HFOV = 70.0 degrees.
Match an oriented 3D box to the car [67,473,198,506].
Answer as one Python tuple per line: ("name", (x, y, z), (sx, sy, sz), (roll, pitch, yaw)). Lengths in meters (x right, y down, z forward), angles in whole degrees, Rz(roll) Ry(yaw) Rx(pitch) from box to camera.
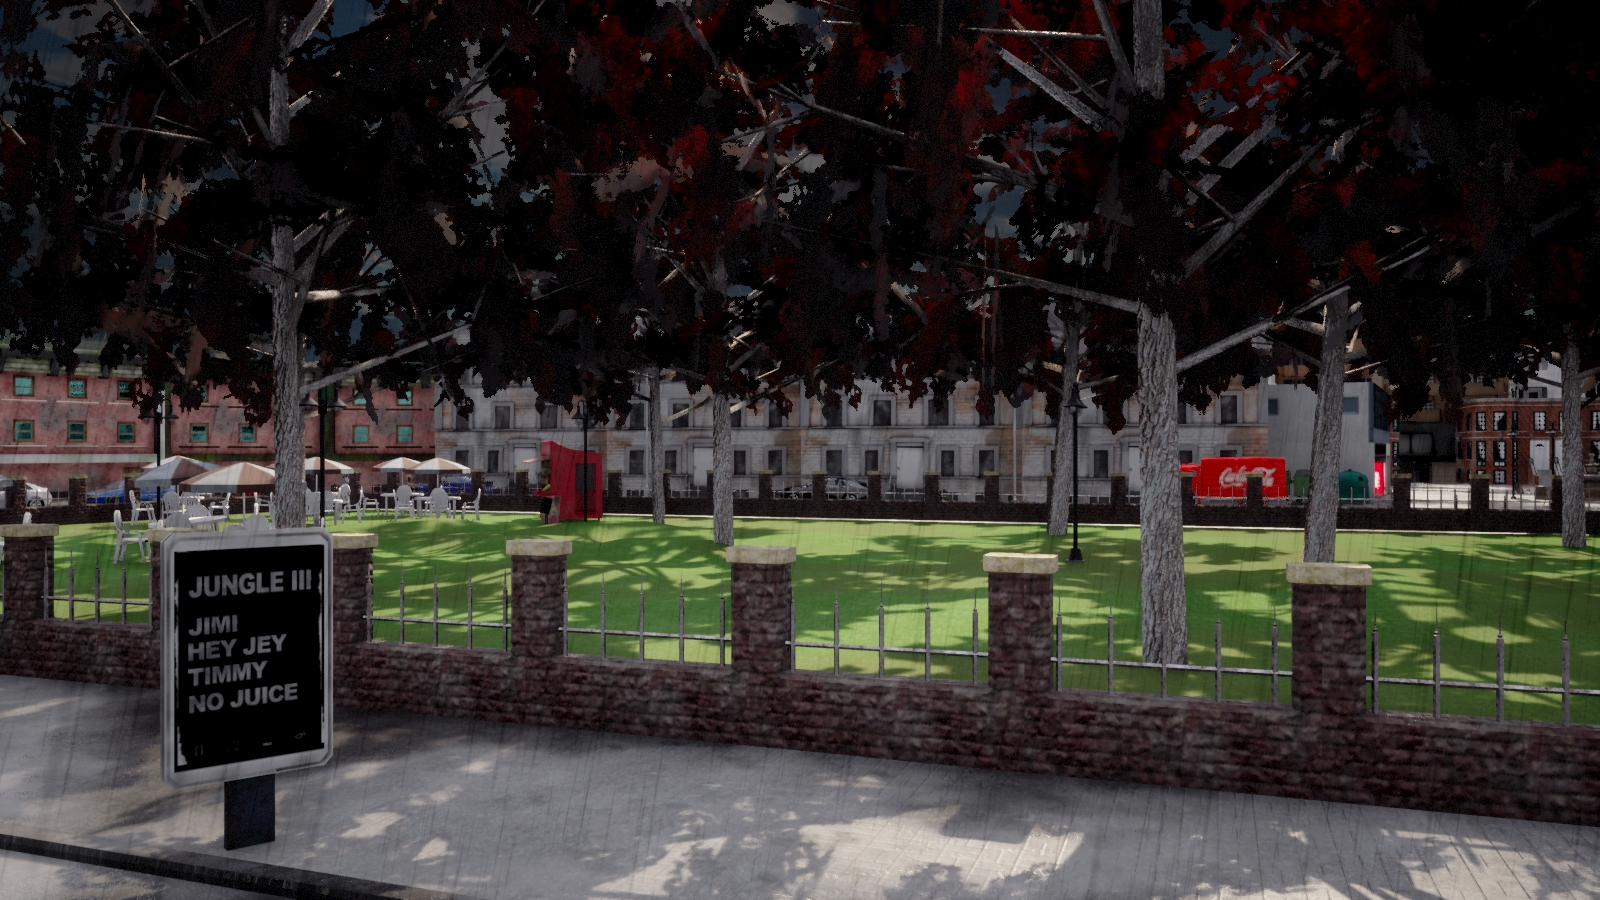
("car", (-32.737, 1.907, 56.226), (2.033, 1.411, 5.357), (0, 0, 26))

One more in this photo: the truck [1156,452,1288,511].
("truck", (18.279, 1.340, 49.611), (5.204, 2.467, 2.627), (-1, 0, 20))

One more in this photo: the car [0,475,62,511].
("car", (-35.185, 1.861, 49.618), (2.231, 1.480, 4.892), (0, 0, 20))

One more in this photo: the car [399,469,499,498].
("car", (-19.423, 1.831, 63.234), (5.006, 1.535, 2.097), (0, 0, 19))

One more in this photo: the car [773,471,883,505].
("car", (1.372, 1.835, 55.745), (4.902, 1.511, 2.128), (0, 0, 20))
